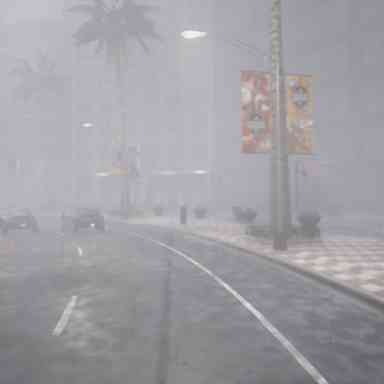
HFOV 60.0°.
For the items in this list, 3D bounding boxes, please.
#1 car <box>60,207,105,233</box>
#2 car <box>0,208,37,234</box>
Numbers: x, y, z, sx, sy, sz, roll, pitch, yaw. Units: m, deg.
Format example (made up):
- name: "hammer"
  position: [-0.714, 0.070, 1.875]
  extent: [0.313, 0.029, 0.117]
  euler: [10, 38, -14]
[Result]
- name: "car"
  position: [-7.141, 1.712, 21.487]
  extent: [1.837, 1.490, 4.892]
  euler: [0, -1, -33]
- name: "car"
  position: [-11.180, 1.779, 21.212]
  extent: [1.812, 1.442, 4.674]
  euler: [0, -1, -36]
